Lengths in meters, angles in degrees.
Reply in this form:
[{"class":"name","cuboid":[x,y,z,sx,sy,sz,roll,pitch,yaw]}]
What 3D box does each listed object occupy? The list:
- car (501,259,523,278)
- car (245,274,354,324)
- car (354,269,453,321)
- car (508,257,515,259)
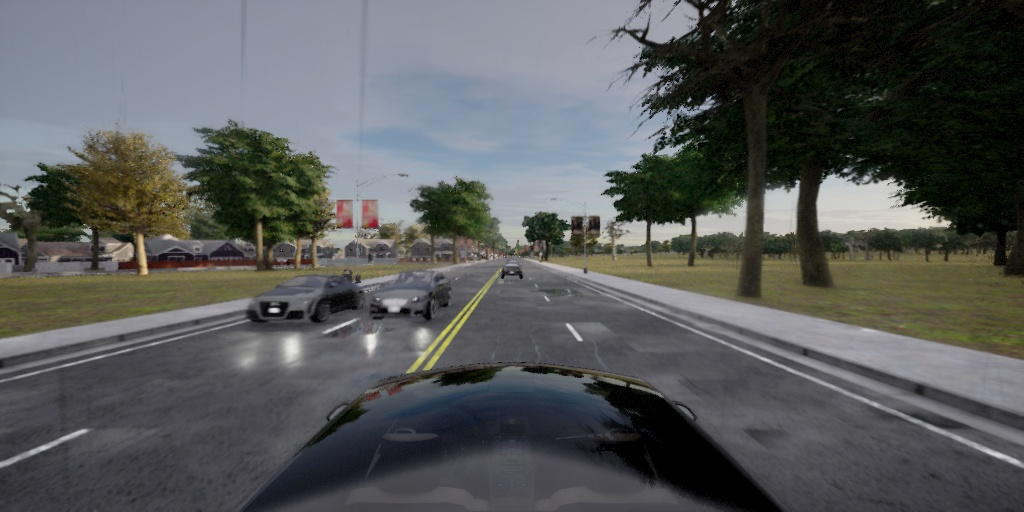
[{"class":"car","cuboid":[-0.006,1.254,33.482,1.812,1.442,4.674,0,0,0]},{"class":"car","cuboid":[-6.565,1.310,11.894,1.994,1.385,4.181,0,0,0]},{"class":"car","cuboid":[-3.309,1.238,12.567,2.128,1.511,4.902,0,0,0]},{"class":"car","cuboid":[0.091,1.237,50.005,1.812,1.442,4.674,0,0,0]}]
